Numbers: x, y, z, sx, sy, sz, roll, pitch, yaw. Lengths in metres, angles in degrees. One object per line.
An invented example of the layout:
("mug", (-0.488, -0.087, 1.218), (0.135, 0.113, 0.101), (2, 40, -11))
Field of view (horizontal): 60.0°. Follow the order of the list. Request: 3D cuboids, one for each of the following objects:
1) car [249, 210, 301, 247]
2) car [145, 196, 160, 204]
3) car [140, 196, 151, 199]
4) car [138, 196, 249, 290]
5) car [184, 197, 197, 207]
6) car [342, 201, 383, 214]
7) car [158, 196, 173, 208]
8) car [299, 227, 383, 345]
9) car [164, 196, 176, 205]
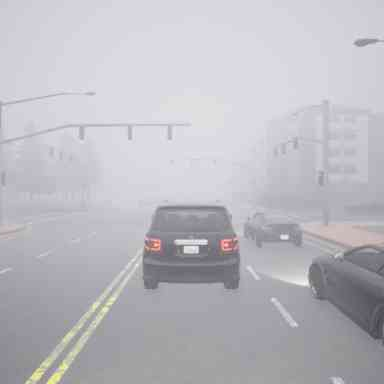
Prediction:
("car", (3.490, 1.526, 14.865), (1.812, 1.442, 4.674), (0, 0, 0))
("car", (-7.448, 1.492, 63.281), (2.128, 1.511, 4.902), (0, 0, 0))
("car", (-7.404, 1.478, 53.012), (1.882, 1.535, 5.008), (0, 0, -1))
("car", (-0.007, 1.222, 9.225), (2.150, 2.045, 5.566), (0, 0, 0))
("car", (-0.229, 1.564, 52.104), (1.994, 1.385, 4.181), (0, 0, 0))
("car", (18.031, 1.601, 34.062), (4.718, 1.301, 1.895), (0, 0, -2))
("car", (-3.898, 1.478, 50.438), (1.882, 1.535, 5.008), (0, 0, 0))
("car", (3.565, 1.564, 5.730), (1.994, 1.385, 4.181), (0, 0, 0))
("car", (-3.943, 1.478, 59.854), (1.882, 1.535, 5.008), (0, 0, 0))
